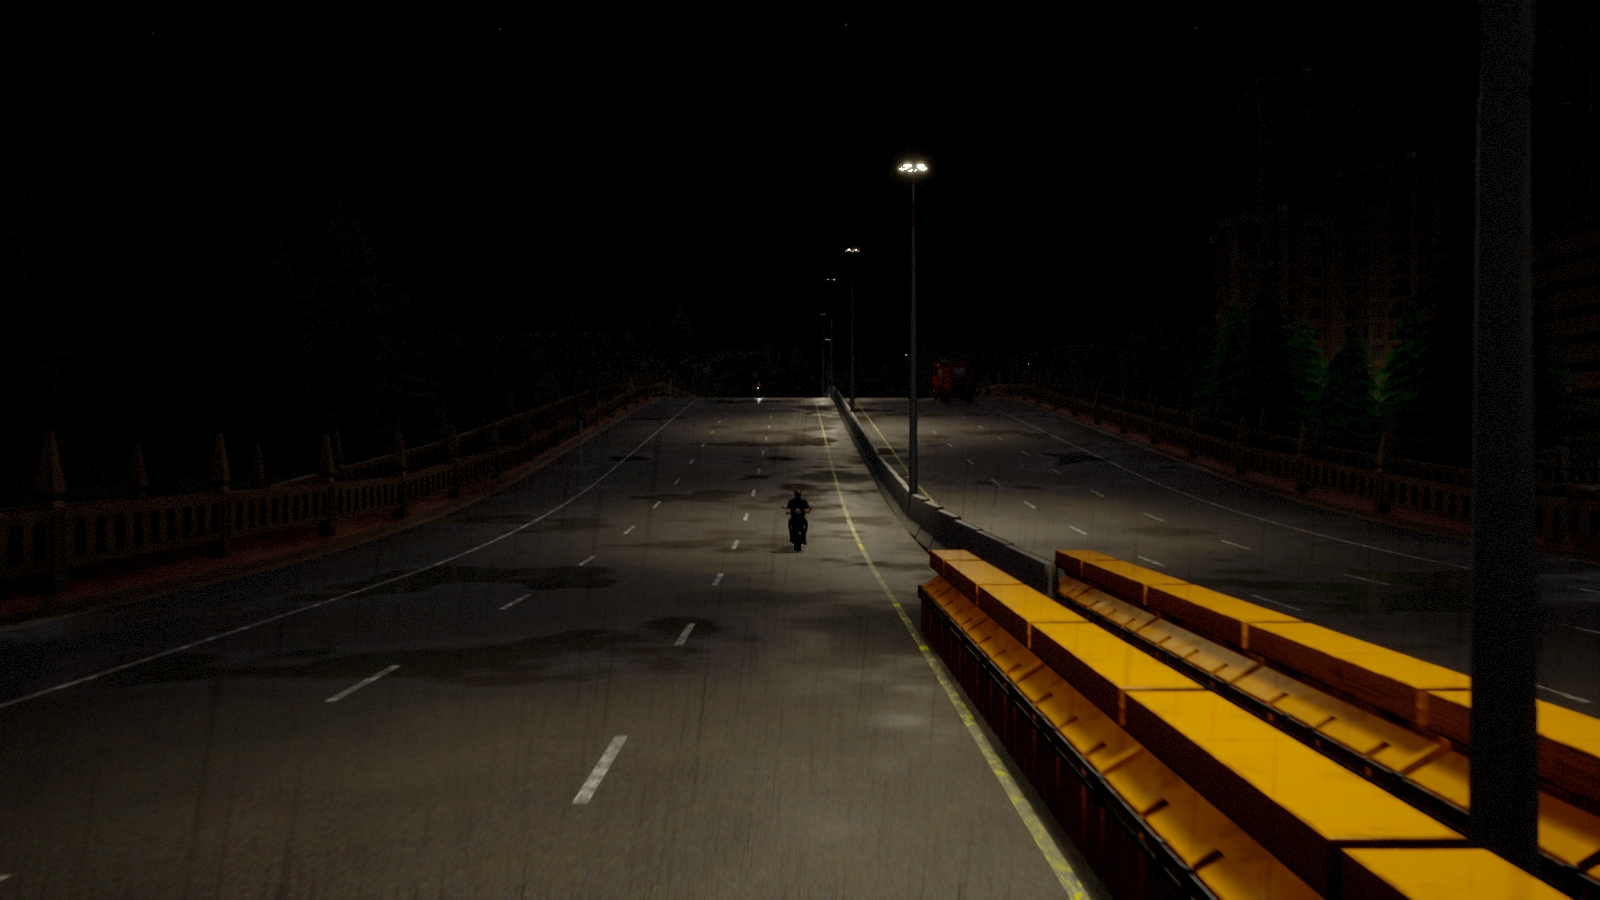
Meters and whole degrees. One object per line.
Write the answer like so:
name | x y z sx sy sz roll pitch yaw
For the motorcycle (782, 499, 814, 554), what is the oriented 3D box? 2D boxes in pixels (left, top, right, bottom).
motorcycle | -0.057 2.031 30.801 0.856 1.316 1.805 0 2 0
